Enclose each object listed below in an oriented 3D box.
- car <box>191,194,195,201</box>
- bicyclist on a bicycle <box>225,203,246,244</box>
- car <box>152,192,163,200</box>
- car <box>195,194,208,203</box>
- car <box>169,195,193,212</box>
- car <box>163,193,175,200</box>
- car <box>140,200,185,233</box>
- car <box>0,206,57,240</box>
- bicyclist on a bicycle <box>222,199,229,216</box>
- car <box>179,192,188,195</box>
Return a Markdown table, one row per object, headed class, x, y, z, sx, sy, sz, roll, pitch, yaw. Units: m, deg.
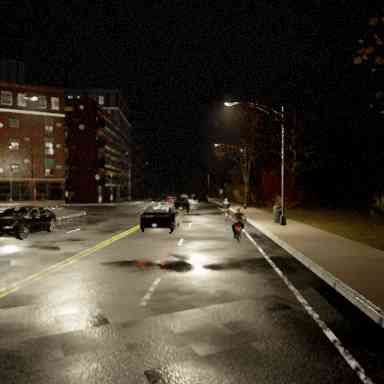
| class | x | y | z | sx | sy | sz | roll | pitch | yaw |
| --- | --- | --- | --- | --- | --- | --- | --- | --- | --- |
| car | 1.429 | 1.262 | 83.790 | 2.097 | 1.767 | 4.553 | 0 | 0 | -3 |
| bicyclist on a bicycle | 2.028 | 1.427 | 14.707 | 0.866 | 1.612 | 1.509 | 0 | 0 | 3 |
| car | -7.971 | 1.409 | 74.493 | 1.882 | 1.535 | 5.008 | 0 | 0 | -2 |
| car | 2.078 | 1.412 | 66.129 | 1.882 | 1.535 | 5.008 | 0 | 0 | -1 |
| car | -1.183 | 1.475 | 37.868 | 1.837 | 1.490 | 4.892 | 0 | 0 | 1 |
| car | -4.725 | 1.153 | 74.673 | 2.150 | 2.045 | 5.566 | 0 | 0 | -2 |
| car | -1.808 | 1.479 | 19.592 | 2.128 | 1.511 | 4.902 | 0 | 0 | 3 |
| car | -8.633 | 1.498 | 16.949 | 1.837 | 1.490 | 4.892 | 0 | 0 | 3 |
| bicyclist on a bicycle | 2.436 | 1.353 | 23.951 | 0.659 | 1.776 | 1.843 | 0 | 0 | 2 |
| car | -2.273 | 1.117 | 92.391 | 2.150 | 2.045 | 5.566 | 0 | 0 | -3 |
